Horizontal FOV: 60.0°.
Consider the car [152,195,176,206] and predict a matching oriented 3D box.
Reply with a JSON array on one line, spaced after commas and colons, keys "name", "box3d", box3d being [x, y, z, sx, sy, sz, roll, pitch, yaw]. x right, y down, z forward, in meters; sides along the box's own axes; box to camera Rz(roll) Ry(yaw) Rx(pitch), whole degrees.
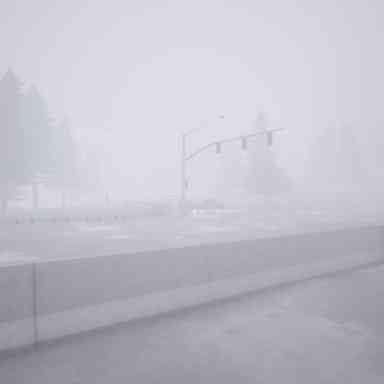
[{"name": "car", "box3d": [-4.467, 1.715, 55.054, 2.033, 1.411, 5.357, 0, 0, -22]}]

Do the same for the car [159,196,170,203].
[{"name": "car", "box3d": [-6.293, 1.707, 75.230, 1.882, 1.535, 5.008, 0, 0, -11]}]

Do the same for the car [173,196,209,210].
[{"name": "car", "box3d": [-0.263, 1.704, 45.960, 2.033, 1.411, 5.357, 0, 0, -28]}]

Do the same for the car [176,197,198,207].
[{"name": "car", "box3d": [-0.900, 1.679, 55.677, 2.128, 1.511, 4.902, 0, 0, -22]}]

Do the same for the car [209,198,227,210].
[{"name": "car", "box3d": [3.032, 1.682, 47.298, 1.837, 1.490, 4.892, 0, 0, -28]}]

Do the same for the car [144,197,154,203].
[{"name": "car", "box3d": [-9.643, 1.804, 74.017, 1.895, 1.301, 4.718, 0, 0, -11]}]

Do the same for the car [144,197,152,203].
[{"name": "car", "box3d": [-7.530, 1.785, 64.143, 1.895, 1.301, 4.718, 0, 0, -17]}]
